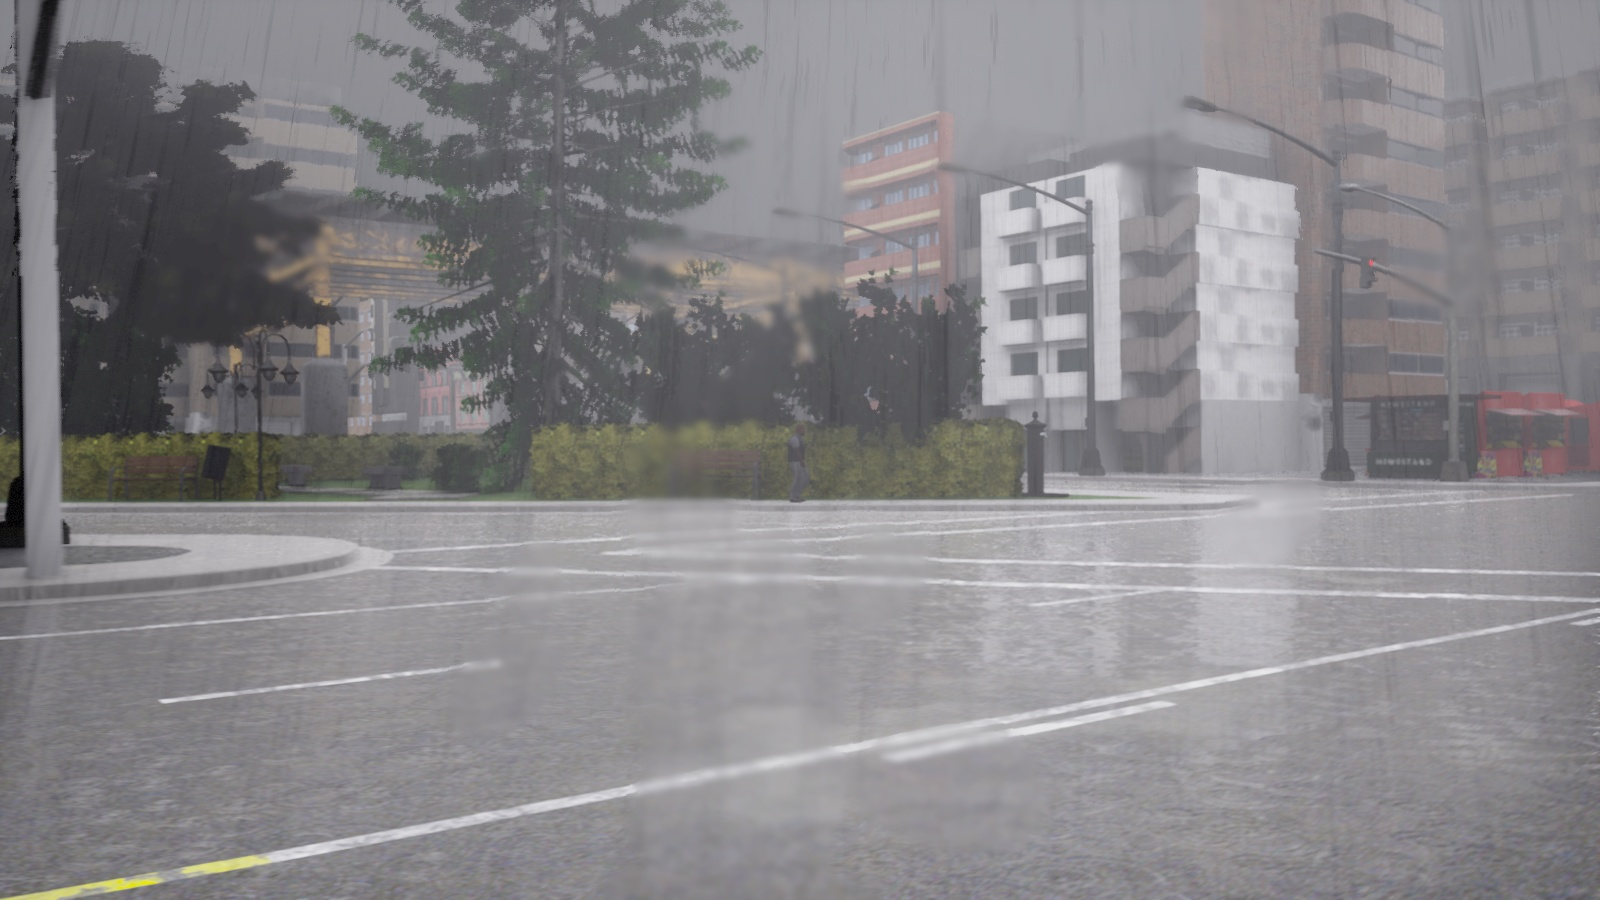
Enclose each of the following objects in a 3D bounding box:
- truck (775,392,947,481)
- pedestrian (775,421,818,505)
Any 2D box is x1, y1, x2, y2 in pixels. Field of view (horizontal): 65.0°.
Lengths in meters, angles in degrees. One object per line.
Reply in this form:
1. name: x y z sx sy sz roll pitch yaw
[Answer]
1. truck: 2.418 -0.552 52.870 2.891 3.462 7.936 -1 1 -35
2. pedestrian: -0.083 0.295 28.584 0.849 1.883 0.563 -1 0 12
